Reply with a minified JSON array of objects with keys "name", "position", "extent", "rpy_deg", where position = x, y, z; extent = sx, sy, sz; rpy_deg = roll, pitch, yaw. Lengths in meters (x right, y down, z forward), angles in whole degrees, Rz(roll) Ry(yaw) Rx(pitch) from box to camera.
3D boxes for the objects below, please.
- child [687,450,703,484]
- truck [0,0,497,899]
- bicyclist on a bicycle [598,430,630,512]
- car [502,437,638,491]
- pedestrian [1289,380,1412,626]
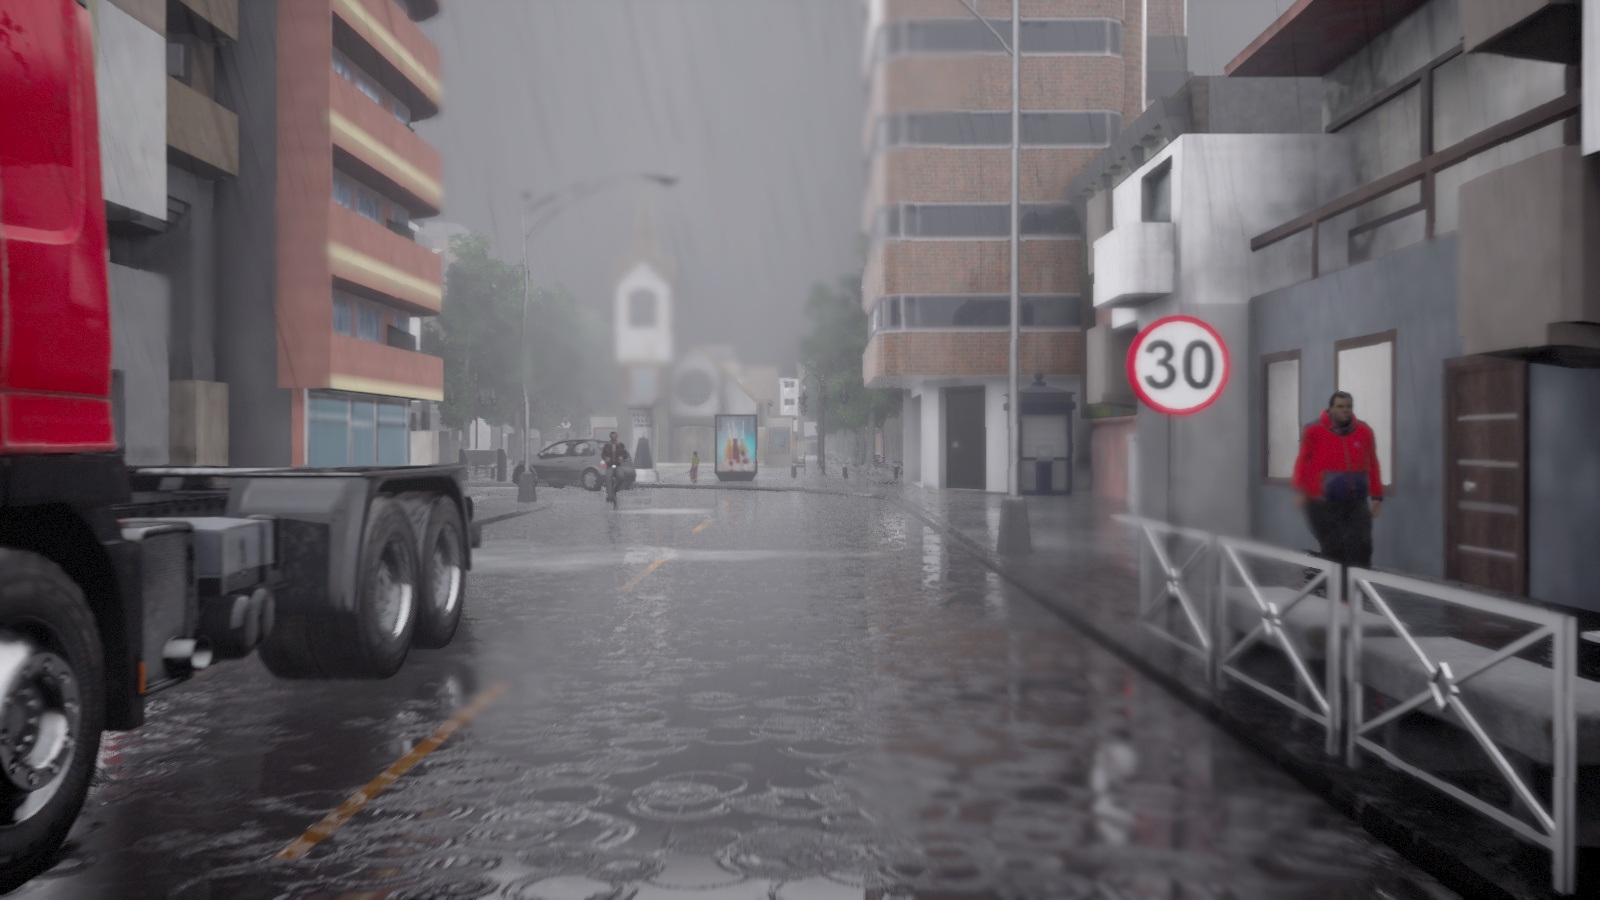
[{"name":"child","position":[-3.633,0.588,43.420],"extent":[0.473,1.160,0.299],"rpy_deg":[0,0,42]},{"name":"truck","position":[-3.950,-0.274,6.332],"extent":[2.891,3.462,7.936],"rpy_deg":[0,0,0]},{"name":"bicyclist on a bicycle","position":[-4.174,0.454,28.235],"extent":[0.659,1.776,1.843],"rpy_deg":[-1,0,-7]},{"name":"car","position":[-7.291,0.416,39.794],"extent":[3.988,1.617,1.851],"rpy_deg":[0,0,30]},{"name":"pedestrian","position":[4.310,0.398,9.885],"extent":[0.634,1.844,0.899],"rpy_deg":[0,0,5]}]
